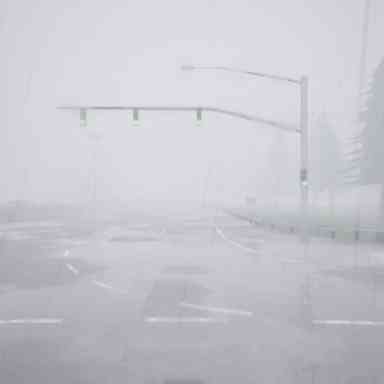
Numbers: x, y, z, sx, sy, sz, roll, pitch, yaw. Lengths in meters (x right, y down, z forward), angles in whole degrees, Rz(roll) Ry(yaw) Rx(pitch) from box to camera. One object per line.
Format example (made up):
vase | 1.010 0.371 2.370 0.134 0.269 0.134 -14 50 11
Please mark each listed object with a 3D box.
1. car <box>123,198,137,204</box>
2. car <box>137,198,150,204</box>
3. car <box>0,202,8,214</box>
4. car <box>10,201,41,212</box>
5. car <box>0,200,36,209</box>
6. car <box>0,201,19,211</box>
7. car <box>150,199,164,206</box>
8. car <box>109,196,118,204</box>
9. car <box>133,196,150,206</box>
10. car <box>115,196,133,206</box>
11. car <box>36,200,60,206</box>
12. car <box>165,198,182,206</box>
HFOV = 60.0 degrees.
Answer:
car | -15.733 2.216 84.121 1.837 1.490 4.892 0 -1 -30
car | -12.585 2.255 85.650 1.812 1.442 4.674 0 -1 -30
car | -24.533 1.987 40.351 1.994 1.385 4.181 0 -1 0
car | -24.571 2.065 49.318 2.033 1.411 5.357 0 -1 0
car | -21.053 1.766 39.576 2.097 1.767 4.553 0 -1 0
car | -28.077 2.089 49.975 1.994 1.385 4.181 0 -1 -3
car | -8.611 2.279 76.247 1.882 1.535 5.008 0 -1 -22
car | -18.896 1.926 82.620 2.150 2.045 5.566 0 -1 -30
car | -11.613 2.001 74.248 2.150 2.045 5.566 0 -1 -22
car | -14.934 2.242 73.148 1.882 1.535 5.008 0 -1 -22
car | -21.063 1.990 48.798 1.882 1.535 5.008 0 -1 0
car | -3.777 2.118 72.668 2.097 1.767 4.553 0 -1 -18
